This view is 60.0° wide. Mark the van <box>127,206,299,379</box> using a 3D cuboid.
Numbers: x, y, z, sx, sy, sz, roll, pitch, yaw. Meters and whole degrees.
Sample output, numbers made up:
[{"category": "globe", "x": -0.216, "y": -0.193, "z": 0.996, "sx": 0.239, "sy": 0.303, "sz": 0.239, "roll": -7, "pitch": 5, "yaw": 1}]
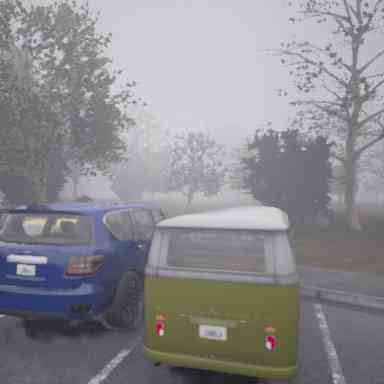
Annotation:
[{"category": "van", "x": 0.806, "y": 1.260, "z": 5.635, "sx": 1.878, "sy": 1.987, "sz": 4.442, "roll": 0, "pitch": -1, "yaw": 16}]

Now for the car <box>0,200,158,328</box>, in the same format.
[{"category": "car", "x": -1.621, "y": 1.229, "z": 7.271, "sx": 2.435, "sy": 2.045, "sz": 5.566, "roll": 0, "pitch": -1, "yaw": 15}]
